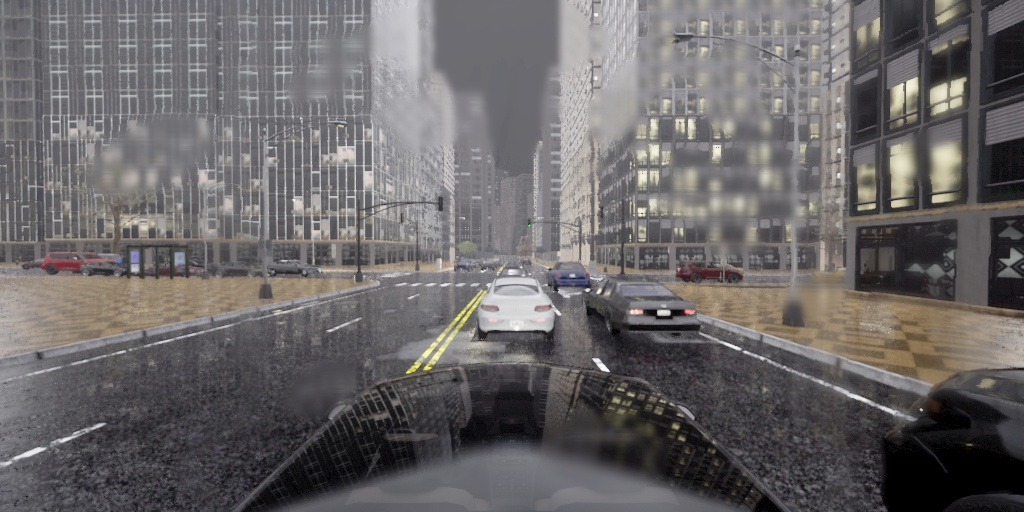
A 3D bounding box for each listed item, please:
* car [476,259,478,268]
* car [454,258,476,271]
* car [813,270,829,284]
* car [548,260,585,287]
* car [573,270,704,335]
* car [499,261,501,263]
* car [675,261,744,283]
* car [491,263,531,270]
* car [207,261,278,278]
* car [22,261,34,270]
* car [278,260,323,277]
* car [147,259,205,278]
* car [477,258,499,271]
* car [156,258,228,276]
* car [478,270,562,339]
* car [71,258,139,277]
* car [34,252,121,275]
[{"bbox_3d":[-6.561,1.287,58.310,1.837,1.490,4.892,0,0,0],"label":"car"},{"bbox_3d":[-6.603,1.132,49.214,2.097,1.767,4.553,0,0,1],"label":"car"},{"bbox_3d":[27.654,1.616,29.485,4.829,1.417,1.751,0,0,1],"label":"car"},{"bbox_3d":[3.359,1.117,22.018,2.097,1.767,4.553,0,0,0],"label":"car"},{"bbox_3d":[3.355,1.305,10.441,2.033,1.411,5.357,0,0,0],"label":"car"},{"bbox_3d":[-3.301,1.383,60.957,1.895,1.301,4.718,0,0,0],"label":"car"},{"bbox_3d":[16.206,1.307,29.687,5.009,1.841,2.192,0,0,1],"label":"car"},{"bbox_3d":[0.106,1.312,20.570,2.033,1.411,5.357,0,0,0],"label":"car"},{"bbox_3d":[-22.719,1.212,30.233,4.313,1.339,1.948,0,0,1],"label":"car"},{"bbox_3d":[-50.953,0.843,39.329,4.207,1.307,1.802,0,0,1],"label":"car"},{"bbox_3d":[-20.015,1.121,32.886,4.902,1.511,2.128,1,1,1],"label":"car"},{"bbox_3d":[-28.403,1.176,30.369,4.207,1.307,1.802,0,0,1],"label":"car"},{"bbox_3d":[-3.320,1.328,51.197,2.033,1.411,5.357,0,0,0],"label":"car"},{"bbox_3d":[-29.426,1.022,33.082,5.008,1.535,1.882,1,1,1],"label":"car"},{"bbox_3d":[0.102,1.283,9.991,1.812,1.442,4.674,0,0,0],"label":"car"},{"bbox_3d":[-34.083,1.107,30.545,4.313,1.339,1.948,0,0,1],"label":"car"},{"bbox_3d":[-40.025,0.670,33.306,5.566,2.045,2.150,1,1,1],"label":"car"}]
